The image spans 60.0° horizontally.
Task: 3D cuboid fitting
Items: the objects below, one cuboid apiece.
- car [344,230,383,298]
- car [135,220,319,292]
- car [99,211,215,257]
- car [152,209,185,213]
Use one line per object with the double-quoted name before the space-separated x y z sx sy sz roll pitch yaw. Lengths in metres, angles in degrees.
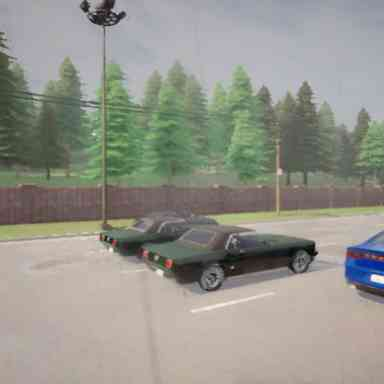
"car" 5.501 1.416 7.367 5.008 1.535 1.882 0 0 -32
"car" 1.143 1.551 8.793 4.718 1.301 1.895 0 0 -32
"car" -0.703 1.544 11.766 4.718 1.301 1.895 0 0 -32
"car" -0.745 1.487 15.853 4.181 1.385 1.994 0 0 -32
